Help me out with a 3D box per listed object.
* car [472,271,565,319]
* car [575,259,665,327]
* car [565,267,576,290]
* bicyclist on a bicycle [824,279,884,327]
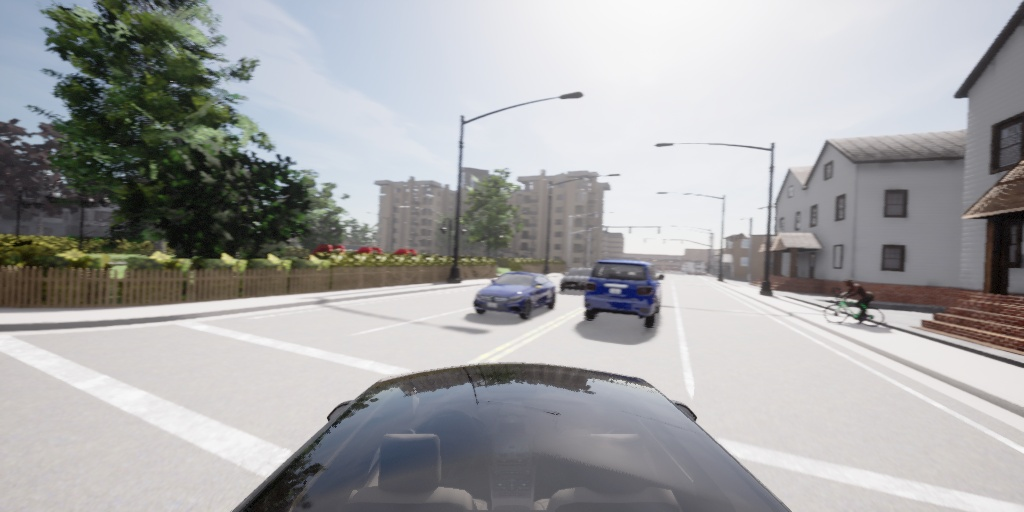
[{"bbox_3d":[0.316,1.294,13.170,1.812,1.442,4.674,3,0,23],"label":"car"},{"bbox_3d":[4.141,1.173,12.918,2.150,2.045,5.566,3,0,25],"label":"car"},{"bbox_3d":[4.384,1.470,22.508,1.837,1.490,4.892,3,0,24],"label":"car"},{"bbox_3d":[12.045,1.636,12.629,1.656,1.620,0.582,3,0,24],"label":"bicyclist on a bicycle"}]
